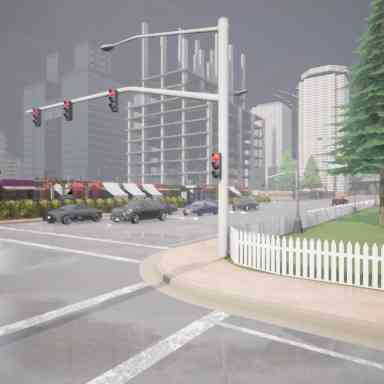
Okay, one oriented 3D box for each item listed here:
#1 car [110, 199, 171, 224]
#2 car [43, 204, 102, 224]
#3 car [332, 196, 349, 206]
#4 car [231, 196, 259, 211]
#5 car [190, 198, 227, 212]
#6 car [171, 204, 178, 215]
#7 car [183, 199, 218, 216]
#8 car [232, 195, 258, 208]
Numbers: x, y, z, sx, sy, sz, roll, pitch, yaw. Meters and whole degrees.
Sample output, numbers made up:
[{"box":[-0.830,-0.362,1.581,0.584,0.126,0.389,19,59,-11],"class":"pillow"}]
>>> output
[{"box":[-3.986,1.352,25.185,2.097,1.767,4.553,0,0,34],"class":"car"},{"box":[-8.699,1.564,24.463,1.994,1.385,4.181,0,0,34],"class":"car"},{"box":[23.981,1.478,53.722,1.882,1.535,5.008,0,0,34],"class":"car"},{"box":[6.587,1.505,40.815,1.837,1.490,4.892,0,0,34],"class":"car"},{"box":[2.114,1.547,40.463,2.033,1.411,5.357,0,0,34],"class":"car"},{"box":[-3.524,1.547,32.122,2.033,1.411,5.357,0,0,34],"class":"car"},{"box":[0.959,1.526,32.484,1.812,1.442,4.674,0,0,34],"class":"car"},{"box":[7.809,1.352,48.821,2.097,1.767,4.553,0,0,34],"class":"car"}]
